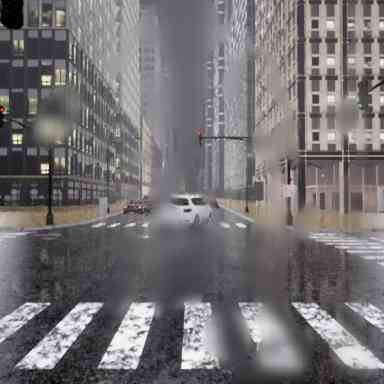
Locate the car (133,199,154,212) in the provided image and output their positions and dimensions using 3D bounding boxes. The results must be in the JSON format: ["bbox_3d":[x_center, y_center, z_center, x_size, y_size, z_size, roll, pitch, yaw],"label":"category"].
[{"bbox_3d":[-5.687,1.585,39.284,1.802,1.307,4.206,1,0,0],"label":"car"}]

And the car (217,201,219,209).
[{"bbox_3d":[2.691,1.586,44.923,1.802,1.307,4.206,1,0,0],"label":"car"}]

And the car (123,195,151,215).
[{"bbox_3d":[-5.683,1.443,33.708,1.967,1.590,4.097,1,0,0],"label":"car"}]

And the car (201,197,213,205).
[{"bbox_3d":[2.688,1.571,61.656,1.947,1.339,4.313,1,0,0],"label":"car"}]

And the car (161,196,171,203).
[{"bbox_3d":[-5.695,1.552,72.734,1.887,1.381,4.507,1,0,0],"label":"car"}]

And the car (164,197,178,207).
[{"bbox_3d":[-3.101,1.509,50.827,1.837,1.490,4.892,0,0,0],"label":"car"}]

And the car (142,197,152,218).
[{"bbox_3d":[-3.108,1.507,30.391,1.837,1.490,4.892,0,0,0],"label":"car"}]

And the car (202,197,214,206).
[{"bbox_3d":[2.690,1.530,56.249,1.752,1.417,4.829,1,0,0],"label":"car"}]

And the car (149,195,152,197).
[{"bbox_3d":[-5.683,1.319,44.859,2.192,1.841,5.009,1,0,0],"label":"car"}]

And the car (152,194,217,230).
[{"bbox_3d":[-0.276,1.222,21.503,2.150,2.045,5.566,1,0,18],"label":"car"}]

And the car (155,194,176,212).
[{"bbox_3d":[-3.105,1.225,40.418,2.150,2.045,5.566,0,0,0],"label":"car"}]

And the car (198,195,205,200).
[{"bbox_3d":[2.680,1.555,95.119,1.887,1.381,4.507,1,0,0],"label":"car"}]
